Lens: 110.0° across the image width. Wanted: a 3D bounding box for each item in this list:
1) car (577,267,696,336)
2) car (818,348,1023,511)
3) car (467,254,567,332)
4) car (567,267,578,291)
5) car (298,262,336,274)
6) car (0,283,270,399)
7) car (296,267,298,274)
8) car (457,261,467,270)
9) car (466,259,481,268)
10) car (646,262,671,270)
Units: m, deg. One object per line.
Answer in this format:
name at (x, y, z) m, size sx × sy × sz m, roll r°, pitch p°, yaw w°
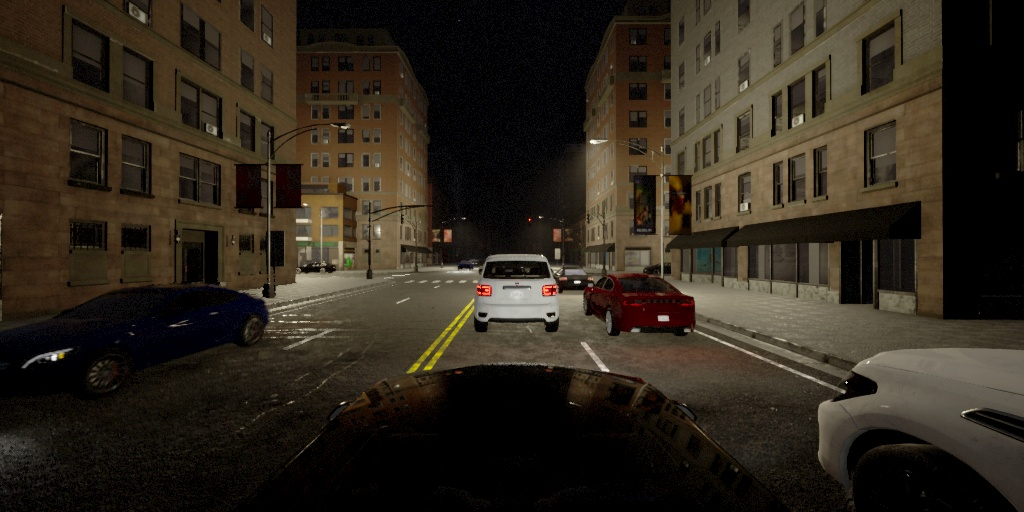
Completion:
car at (3.362, 1.228, 10.397) m, size 1.882 × 1.535 × 5.008 m, roll 0°, pitch 0°, yaw 0°
car at (3.347, 0.972, 0.237) m, size 2.150 × 2.045 × 5.566 m, roll 0°, pitch 0°, yaw 0°
car at (0.116, 0.971, 10.963) m, size 2.150 × 2.045 × 5.566 m, roll 0°, pitch 0°, yaw 0°
car at (3.376, 1.313, 20.485) m, size 1.994 × 1.385 × 4.181 m, roll 0°, pitch 0°, yaw 0°
car at (-22.070, 1.326, 40.283) m, size 4.313 × 1.339 × 1.948 m, roll 0°, pitch 0°, yaw 0°
car at (-6.596, 1.275, 6.612) m, size 1.812 × 1.442 × 4.674 m, roll 0°, pitch 0°, yaw 0°
car at (-22.123, 1.169, 32.258) m, size 4.097 × 1.591 × 1.967 m, roll 0°, pitch 0°, yaw 0°
car at (-6.529, 1.344, 50.824) m, size 1.895 × 1.301 × 4.718 m, roll 0°, pitch 0°, yaw 0°
car at (-6.496, 1.232, 61.089) m, size 2.128 × 1.511 × 4.902 m, roll 0°, pitch 0°, yaw 0°
car at (16.085, 1.351, 37.847) m, size 4.181 × 1.385 × 1.994 m, roll 0°, pitch 0°, yaw 0°
